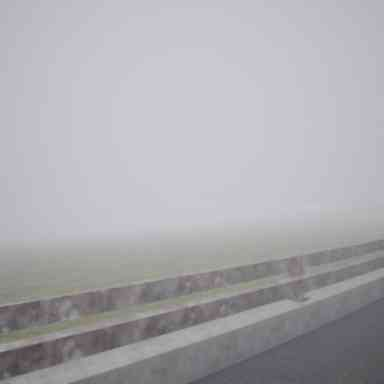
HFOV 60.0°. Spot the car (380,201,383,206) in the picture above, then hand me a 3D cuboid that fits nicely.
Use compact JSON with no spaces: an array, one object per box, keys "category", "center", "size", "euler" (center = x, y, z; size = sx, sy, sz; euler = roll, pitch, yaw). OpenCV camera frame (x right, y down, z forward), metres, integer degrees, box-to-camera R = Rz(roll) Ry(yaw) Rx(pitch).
[{"category":"car","center":[46.144,2.847,79.470],"size":[1.994,1.385,4.181],"euler":[0,-1,0]}]

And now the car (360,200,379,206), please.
[{"category":"car","center":[42.666,2.788,80.769],"size":[1.837,1.490,4.892],"euler":[0,-1,0]}]
